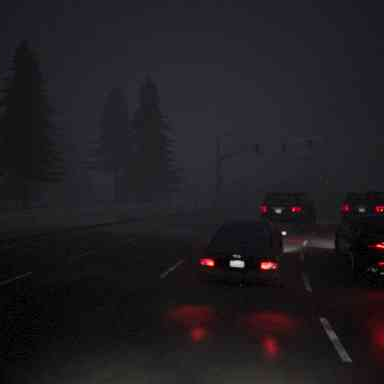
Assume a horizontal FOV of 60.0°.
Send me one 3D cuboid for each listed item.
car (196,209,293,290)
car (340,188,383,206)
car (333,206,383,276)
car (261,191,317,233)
[{"bbox_3d":[1.518,1.432,8.976,2.033,1.411,5.357,0,1,15],"label":"car"},{"bbox_3d":[9.984,0.971,18.902,2.150,2.045,5.566,0,1,34],"label":"car"},{"bbox_3d":[5.342,1.378,9.555,1.837,1.490,4.892,0,1,16],"label":"car"},{"bbox_3d":[5.439,0.982,18.427,2.150,2.045,5.566,0,1,28],"label":"car"}]
